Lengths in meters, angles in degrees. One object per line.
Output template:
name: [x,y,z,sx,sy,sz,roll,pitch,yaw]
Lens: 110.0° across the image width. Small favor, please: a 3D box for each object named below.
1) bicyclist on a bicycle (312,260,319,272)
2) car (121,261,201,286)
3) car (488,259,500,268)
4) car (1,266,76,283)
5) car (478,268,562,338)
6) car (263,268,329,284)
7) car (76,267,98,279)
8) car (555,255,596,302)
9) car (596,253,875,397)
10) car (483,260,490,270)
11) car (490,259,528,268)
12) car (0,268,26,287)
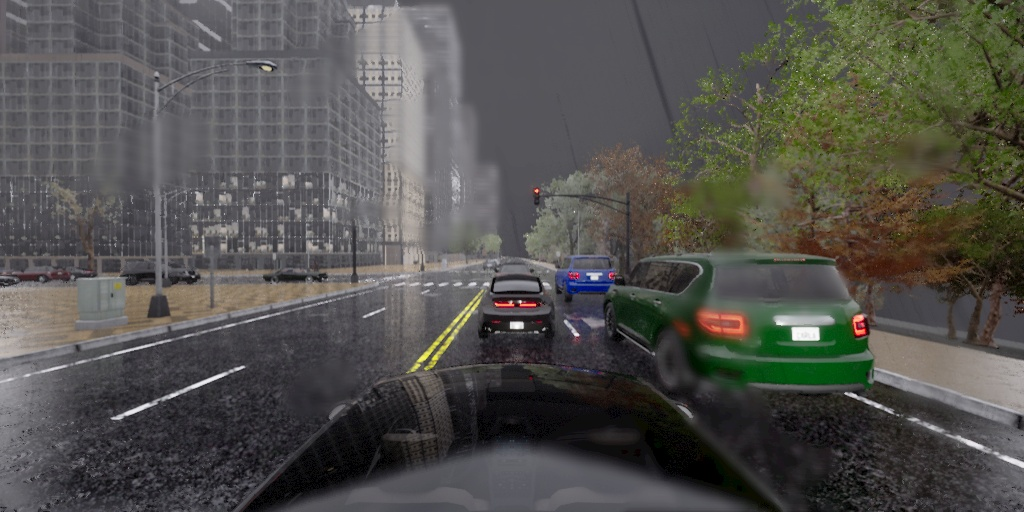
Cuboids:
bicyclist on a bicycle: [-24.537,1.359,44.744,0.582,1.620,1.656,-1,1,0]
car: [-30.026,1.481,30.685,5.566,2.045,2.150,-1,0,1]
car: [-3.155,1.311,63.271,1.812,1.442,4.674,0,0,0]
car: [-49.379,1.861,37.485,4.553,1.767,2.097,-1,0,1]
car: [0.115,1.260,10.195,1.837,1.490,4.892,0,0,0]
car: [-18.336,1.674,30.608,4.718,1.301,1.895,-1,0,1]
car: [-50.129,2.000,40.726,4.892,1.490,1.837,-1,0,1]
car: [3.355,0.980,17.084,2.150,2.045,5.566,0,0,1]
car: [3.346,0.974,6.726,2.150,2.045,5.566,0,0,1]
car: [-3.204,1.271,53.587,2.128,1.511,4.902,0,0,0]
car: [0.124,1.112,19.254,2.097,1.767,4.553,0,0,0]
car: [-46.030,2.057,30.842,5.357,1.411,2.033,-1,0,1]
